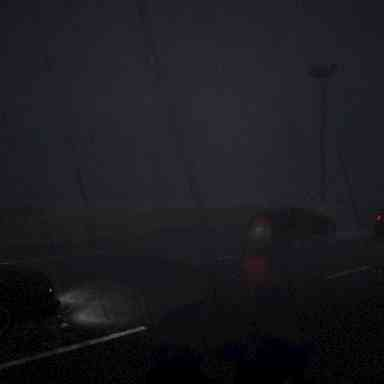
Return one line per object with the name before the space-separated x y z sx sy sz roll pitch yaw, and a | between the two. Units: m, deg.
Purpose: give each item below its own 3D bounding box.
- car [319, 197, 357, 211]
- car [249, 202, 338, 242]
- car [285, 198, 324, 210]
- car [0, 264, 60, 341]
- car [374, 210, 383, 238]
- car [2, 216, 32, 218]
car | 16.339 1.310 37.146 4.181 1.385 1.994 -1 0 -35
car | 4.892 1.409 15.837 4.892 1.490 1.837 -1 0 -36
car | 13.306 1.356 39.284 4.718 1.301 1.895 -1 0 -35
car | -4.809 1.557 4.615 5.357 1.411 2.033 -1 0 -36
car | 10.582 1.224 15.600 4.553 1.767 2.097 -1 0 -36
car | -14.766 1.572 27.856 4.718 1.301 1.895 -1 0 -36
